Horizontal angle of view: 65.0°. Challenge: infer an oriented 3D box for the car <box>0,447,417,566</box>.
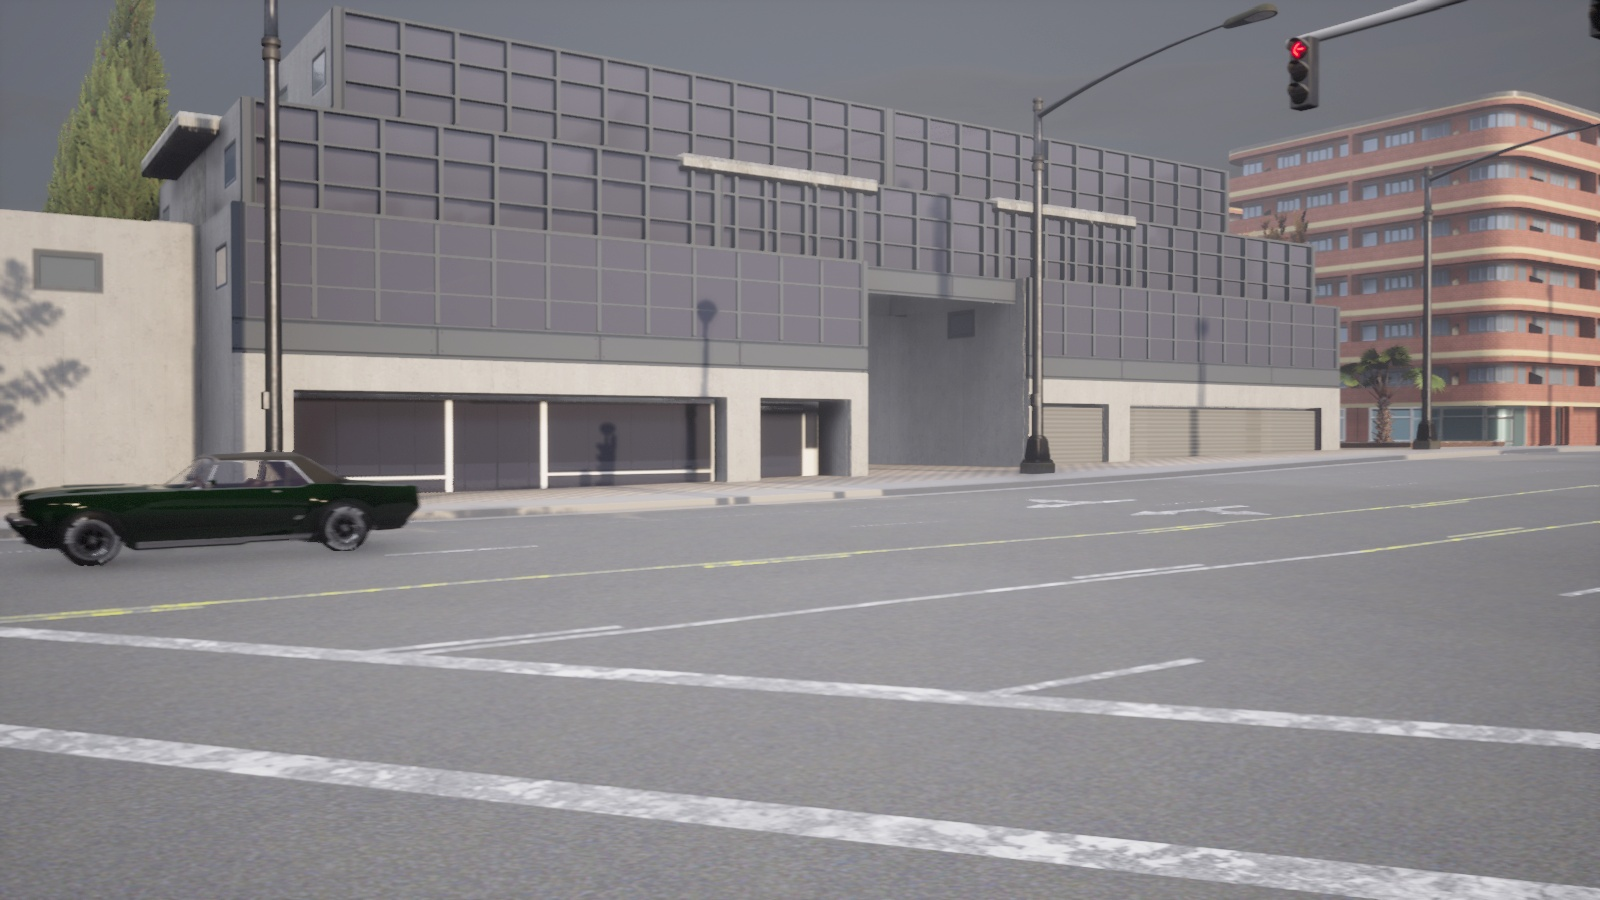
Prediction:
[{"bbox_3d":[-7.644,0.636,16.351,4.718,1.301,1.895,-1,1,-34],"label":"car"}]
